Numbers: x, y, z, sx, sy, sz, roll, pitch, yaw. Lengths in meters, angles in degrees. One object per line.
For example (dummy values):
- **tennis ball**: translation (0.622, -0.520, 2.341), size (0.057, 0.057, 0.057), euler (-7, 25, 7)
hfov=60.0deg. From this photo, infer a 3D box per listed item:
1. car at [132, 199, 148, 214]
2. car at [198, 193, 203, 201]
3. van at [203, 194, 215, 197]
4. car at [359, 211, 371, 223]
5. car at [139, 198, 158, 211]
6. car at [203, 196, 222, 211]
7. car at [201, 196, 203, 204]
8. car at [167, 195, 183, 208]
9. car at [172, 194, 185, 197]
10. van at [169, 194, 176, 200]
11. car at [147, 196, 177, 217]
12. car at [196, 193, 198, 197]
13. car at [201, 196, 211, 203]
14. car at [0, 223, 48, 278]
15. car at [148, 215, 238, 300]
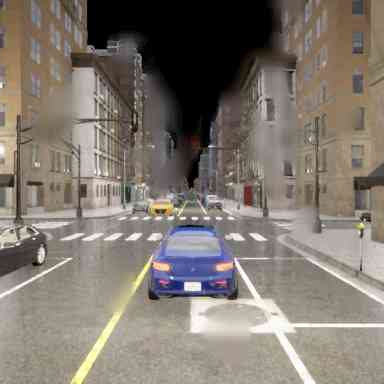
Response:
- **car**: translation (-5.301, 1.546, 35.683), size (2.008, 1.369, 4.403), euler (0, 0, 0)
- **car**: translation (2.800, 1.307, 62.696), size (2.192, 1.841, 5.009), euler (0, 0, 0)
- **van**: translation (2.756, 1.335, 46.477), size (1.690, 1.788, 3.998), euler (0, 0, 0)
- **car**: translation (15.127, 1.636, 23.996), size (5.357, 1.411, 2.033), euler (0, 0, 0)
- **car**: translation (-5.294, 1.520, 40.920), size (1.752, 1.417, 4.829), euler (0, 0, 0)
- **car**: translation (2.741, 1.545, 41.071), size (2.008, 1.369, 4.403), euler (0, 0, 0)
- **car**: translation (2.770, 1.575, 51.883), size (1.802, 1.307, 4.206), euler (0, 0, 0)
- **car**: translation (-2.730, 1.558, 47.559), size (1.994, 1.385, 4.181), euler (0, 0, 0)
- **car**: translation (-2.663, 1.593, 61.684), size (1.895, 1.301, 4.718), euler (0, 0, 1)
- **van**: translation (-5.219, 1.330, 89.745), size (1.690, 1.788, 3.998), euler (0, 0, 0)
- **car**: translation (-2.773, 1.474, 31.679), size (1.882, 1.535, 5.008), euler (0, 0, 0)
- **car**: translation (2.888, 1.533, 95.133), size (1.887, 1.381, 4.507), euler (0, 0, 0)
- **car**: translation (2.814, 1.557, 68.102), size (1.947, 1.339, 4.313), euler (0, 0, 0)
- **car**: translation (-5.365, 1.550, 8.808), size (2.008, 1.369, 4.403), euler (0, 0, 0)
- **car**: translation (0.039, 1.525, 8.247), size (1.812, 1.442, 4.674), euler (0, 0, 1)
